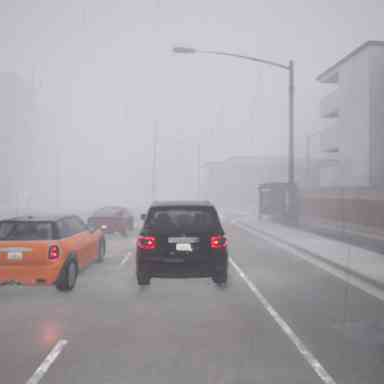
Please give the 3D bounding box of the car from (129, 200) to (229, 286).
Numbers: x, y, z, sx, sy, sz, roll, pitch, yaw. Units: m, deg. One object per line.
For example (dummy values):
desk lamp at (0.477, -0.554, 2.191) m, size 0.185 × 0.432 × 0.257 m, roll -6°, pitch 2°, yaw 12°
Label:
car at (-0.339, 1.241, 9.668) m, size 2.150 × 2.045 × 5.566 m, roll 0°, pitch 0°, yaw -3°

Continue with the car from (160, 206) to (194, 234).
car at (-0.955, 1.640, 20.675) m, size 1.895 × 1.301 × 4.718 m, roll 0°, pitch 0°, yaw -4°

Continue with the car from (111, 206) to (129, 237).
car at (-4.306, 1.512, 18.196) m, size 1.882 × 1.535 × 5.008 m, roll 0°, pitch 0°, yaw -3°

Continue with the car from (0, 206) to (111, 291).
car at (-3.834, 1.370, 9.168) m, size 2.097 × 1.767 × 4.553 m, roll 0°, pitch 0°, yaw -2°
